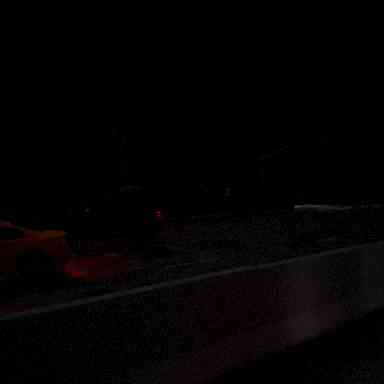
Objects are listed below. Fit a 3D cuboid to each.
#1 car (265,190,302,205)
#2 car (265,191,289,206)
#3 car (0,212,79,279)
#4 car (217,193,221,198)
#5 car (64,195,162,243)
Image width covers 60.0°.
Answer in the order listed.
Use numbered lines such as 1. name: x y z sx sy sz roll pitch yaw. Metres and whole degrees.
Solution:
1. car: 12.237 0.708 45.725 2.150 2.045 5.566 -1 0 -39
2. car: 9.826 1.015 43.152 1.882 1.535 5.008 -1 0 -35
3. car: -5.772 1.483 8.474 5.008 1.535 1.882 0 0 -35
4. car: 5.436 0.874 70.323 1.994 1.385 4.181 -1 1 -6
5. car: -3.936 1.182 14.064 5.566 2.045 2.150 -1 0 -35
